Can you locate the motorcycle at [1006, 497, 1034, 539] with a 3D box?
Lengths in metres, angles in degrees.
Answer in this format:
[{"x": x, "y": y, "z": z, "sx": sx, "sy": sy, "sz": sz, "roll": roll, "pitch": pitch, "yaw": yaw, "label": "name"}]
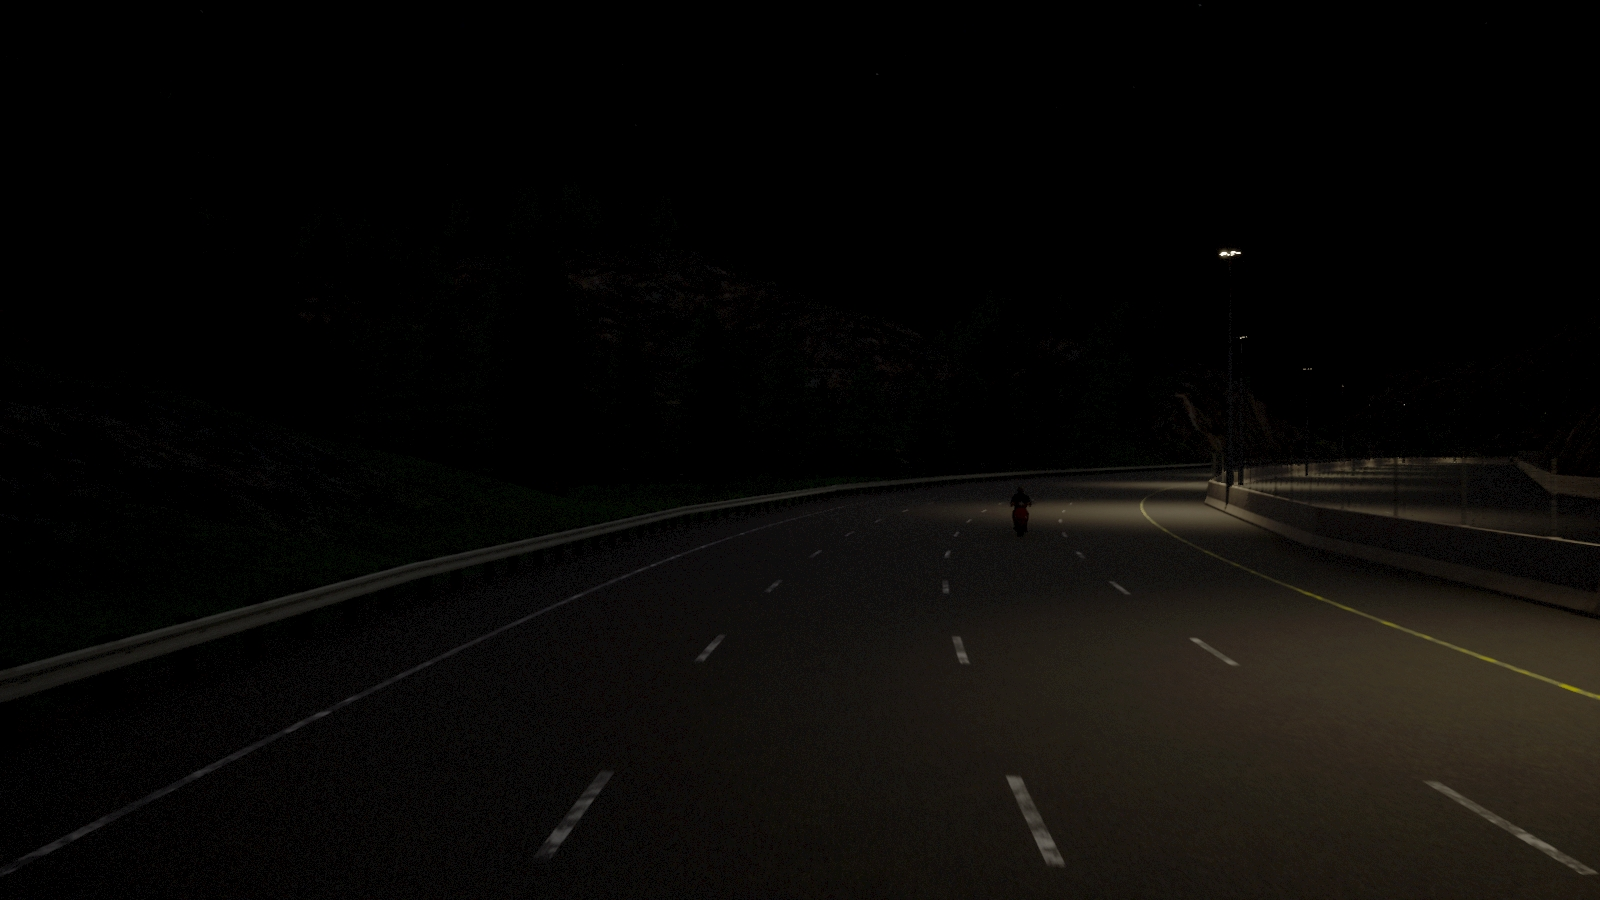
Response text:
[{"x": 7.095, "y": 2.167, "z": 36.820, "sx": 0.856, "sy": 1.236, "sz": 1.805, "roll": 1, "pitch": 0, "yaw": 11, "label": "motorcycle"}]
